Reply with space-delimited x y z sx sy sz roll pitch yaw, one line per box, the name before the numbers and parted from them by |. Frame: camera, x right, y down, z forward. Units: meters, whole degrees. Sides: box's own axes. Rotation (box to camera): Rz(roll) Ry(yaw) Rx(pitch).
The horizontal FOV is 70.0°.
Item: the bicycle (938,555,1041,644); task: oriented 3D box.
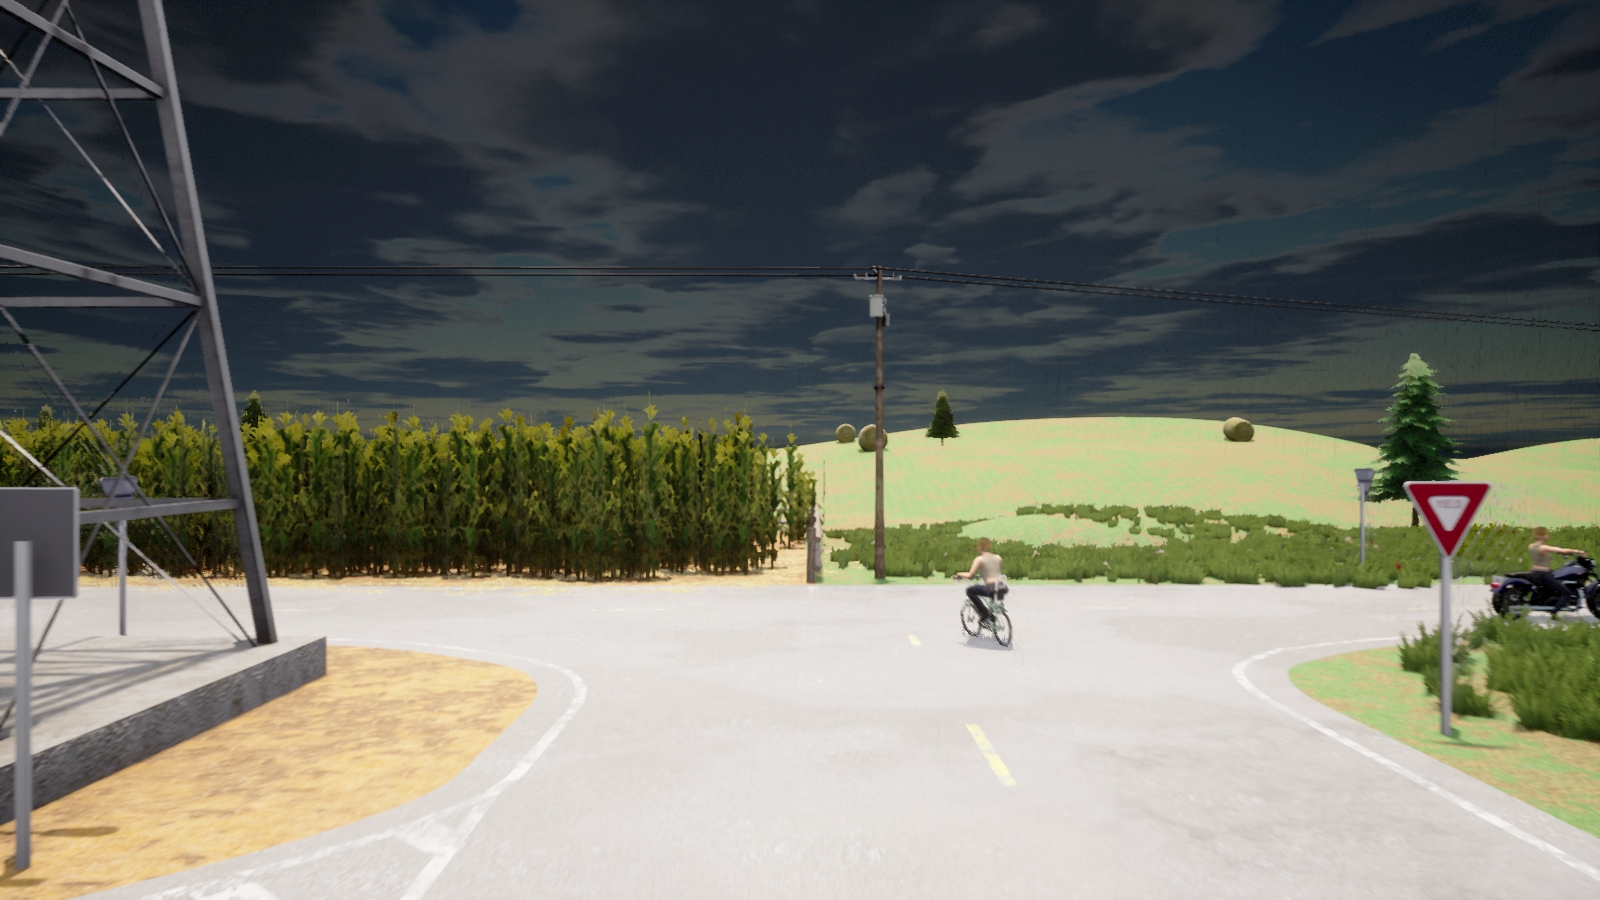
bicycle | 2.843 2.229 17.308 0.859 1.080 1.487 -4 1 -20
